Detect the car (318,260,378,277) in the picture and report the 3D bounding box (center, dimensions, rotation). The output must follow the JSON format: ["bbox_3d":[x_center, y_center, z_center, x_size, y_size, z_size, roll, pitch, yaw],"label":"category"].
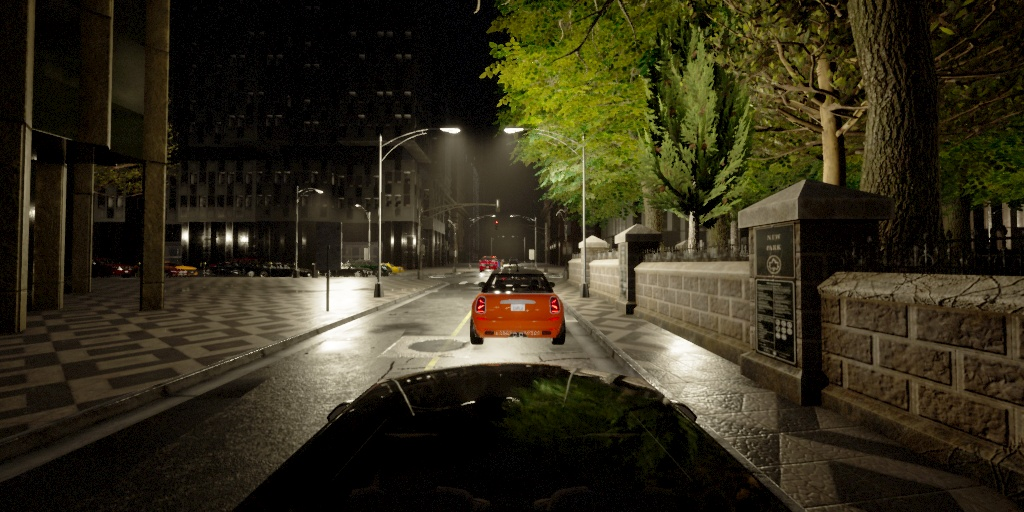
[{"bbox_3d":[-14.510,1.267,31.453,4.403,1.370,2.007,0,0,1],"label":"car"}]

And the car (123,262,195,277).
[{"bbox_3d":[-31.048,1.321,31.617,4.207,1.307,1.802,0,0,1],"label":"car"}]

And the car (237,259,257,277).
[{"bbox_3d":[-22.824,1.289,34.215,4.892,1.490,1.837,0,-1,1],"label":"car"}]

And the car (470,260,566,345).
[{"bbox_3d":[0.128,1.107,9.678,2.097,1.767,4.553,0,0,0],"label":"car"}]

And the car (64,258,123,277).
[{"bbox_3d":[-36.561,1.062,31.672,5.009,1.841,2.192,0,0,1],"label":"car"}]

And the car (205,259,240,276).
[{"bbox_3d":[-29.529,1.368,37.480,4.892,1.490,1.837,0,-1,1],"label":"car"}]

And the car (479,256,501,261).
[{"bbox_3d":[-2.908,1.041,45.502,2.150,2.045,5.566,0,0,0],"label":"car"}]

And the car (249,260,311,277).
[{"bbox_3d":[-20.023,1.290,31.508,4.313,1.339,1.948,0,0,1],"label":"car"}]

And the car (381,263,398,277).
[{"bbox_3d":[-13.742,1.126,34.126,4.553,1.767,2.097,0,-1,0],"label":"car"}]

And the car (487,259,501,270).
[{"bbox_3d":[-2.842,1.333,57.817,1.882,1.535,5.008,0,0,0],"label":"car"}]

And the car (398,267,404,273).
[{"bbox_3d":[-14.604,1.426,39.978,4.829,1.417,1.751,0,0,1],"label":"car"}]

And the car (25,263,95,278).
[{"bbox_3d":[-43.351,1.380,34.458,4.181,1.385,1.994,0,-1,1],"label":"car"}]

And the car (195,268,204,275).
[{"bbox_3d":[-33.061,1.277,34.326,5.008,1.535,1.882,0,-1,1],"label":"car"}]
